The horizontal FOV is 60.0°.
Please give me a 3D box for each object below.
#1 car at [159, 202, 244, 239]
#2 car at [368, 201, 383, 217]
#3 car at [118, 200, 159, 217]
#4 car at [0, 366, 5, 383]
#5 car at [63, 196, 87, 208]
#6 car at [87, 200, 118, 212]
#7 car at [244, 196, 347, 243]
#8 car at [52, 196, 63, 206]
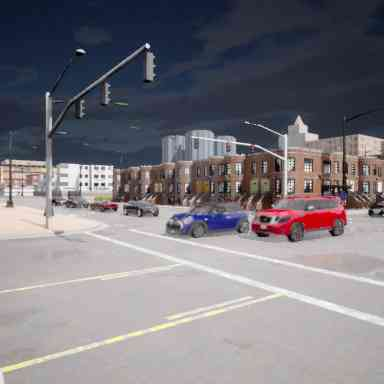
[{"bbox_3d":[0.877,1.352,17.551,4.553,1.767,2.097,0,0,-36],"label":"car"},{"bbox_3d":[17.603,1.491,29.596,4.902,1.511,2.128,0,0,-35],"label":"car"},{"bbox_3d":[-4.847,1.505,31.338,1.837,1.490,4.892,0,0,-36],"label":"car"},{"bbox_3d":[-3.770,1.221,1.079,5.566,2.045,2.150,0,0,-35],"label":"car"},{"bbox_3d":[-16.264,1.352,47.154,2.097,1.767,4.553,0,0,-36],"label":"car"},{"bbox_3d":[-10.315,1.601,38.907,1.895,1.301,4.718,0,0,-36],"label":"car"},{"bbox_3d":[5.453,1.222,16.528,5.566,2.045,2.150,0,0,-36],"label":"car"},{"bbox_3d":[-22.288,1.492,55.565,2.128,1.511,4.902,0,0,-35],"label":"car"}]
